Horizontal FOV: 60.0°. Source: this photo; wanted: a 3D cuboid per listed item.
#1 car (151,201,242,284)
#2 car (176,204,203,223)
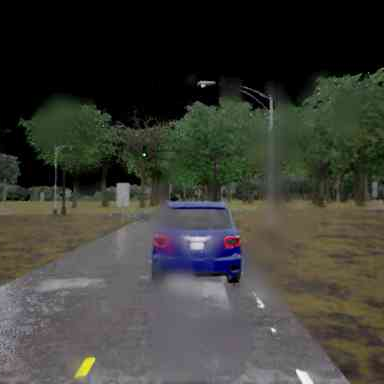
[{"bbox_3d":[0.102,1.268,9.840,2.150,2.045,5.566,0,0,0],"label":"car"},{"bbox_3d":[-0.291,1.743,27.765,1.895,1.301,4.718,0,0,-6],"label":"car"}]
